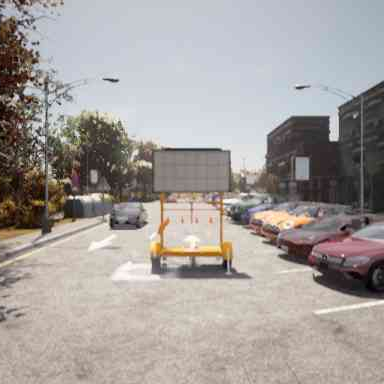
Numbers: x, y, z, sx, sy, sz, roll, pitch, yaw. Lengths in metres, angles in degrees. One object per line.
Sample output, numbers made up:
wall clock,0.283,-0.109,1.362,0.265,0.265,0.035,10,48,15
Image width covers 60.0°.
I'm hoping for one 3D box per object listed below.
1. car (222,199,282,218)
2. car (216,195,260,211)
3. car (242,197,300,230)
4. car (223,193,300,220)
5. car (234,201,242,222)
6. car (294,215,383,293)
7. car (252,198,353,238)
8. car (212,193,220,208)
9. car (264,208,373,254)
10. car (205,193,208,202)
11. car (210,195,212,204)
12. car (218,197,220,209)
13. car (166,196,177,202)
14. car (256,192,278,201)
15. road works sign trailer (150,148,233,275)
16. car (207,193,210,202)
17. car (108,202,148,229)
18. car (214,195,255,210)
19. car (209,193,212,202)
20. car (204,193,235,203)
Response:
car,5.304,1.443,29.643,4.792,1.488,2.163,1,0,-20
car,5.322,1.281,38.658,4.553,1.767,2.185,1,0,-20
car,5.339,1.308,17.653,4.553,1.767,2.185,1,0,-20
car,5.308,1.170,23.627,5.566,2.045,2.435,1,0,-20
car,5.308,1.467,20.650,4.674,1.452,2.002,1,0,-20
car,5.299,1.497,8.640,4.674,1.452,2.002,1,0,-20
car,5.334,1.315,14.652,4.553,1.767,2.185,1,0,-20
car,5.317,1.159,32.644,5.566,2.045,2.435,1,0,-20
car,5.271,1.477,11.632,4.792,1.488,2.163,1,0,-20
car,5.190,1.409,59.624,5.366,1.575,1.946,1,0,-20
car,5.365,1.448,44.668,4.674,1.452,2.002,1,0,-20
car,5.151,1.412,26.585,5.366,1.575,1.946,1,0,-20
car,-4.051,1.478,66.364,1.812,1.442,4.674,0,0,0
car,18.333,1.183,81.716,2.435,2.045,5.566,0,1,-21
road works sign trailer,-0.011,0.431,10.353,2.380,3.560,2.880,0,0,0
car,5.362,1.410,50.680,5.008,1.535,2.097,1,0,-20
car,-4.017,1.431,21.472,2.128,1.511,4.902,0,0,0
car,5.328,1.281,41.660,4.553,1.767,2.185,1,0,-20
car,5.402,1.283,47.677,4.553,1.767,2.185,1,0,-20
car,5.376,1.166,65.717,5.566,2.045,2.435,1,0,-20
